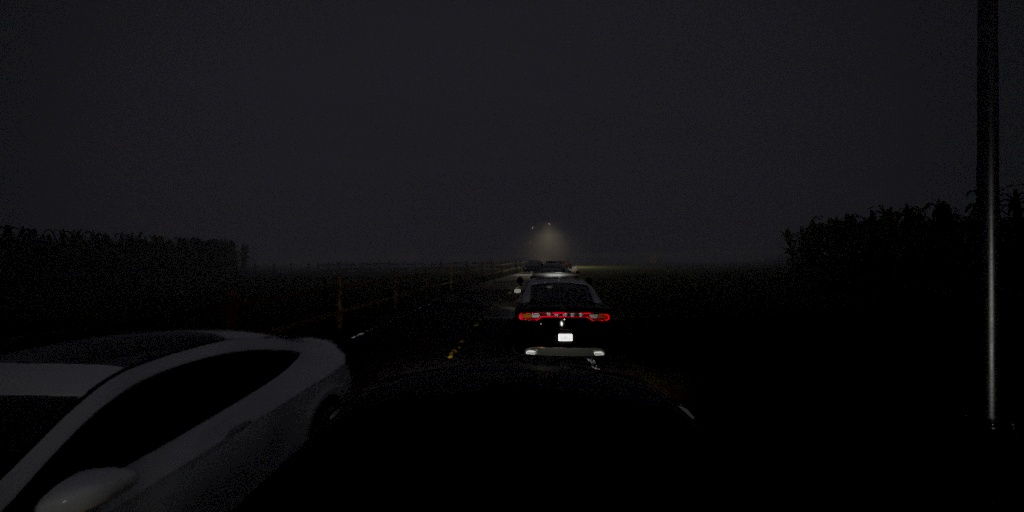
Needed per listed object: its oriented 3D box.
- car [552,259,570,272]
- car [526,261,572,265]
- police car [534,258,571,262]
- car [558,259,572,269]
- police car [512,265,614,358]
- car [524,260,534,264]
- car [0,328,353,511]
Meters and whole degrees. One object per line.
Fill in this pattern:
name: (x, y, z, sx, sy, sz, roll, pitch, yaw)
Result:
car: (6.227, 1.187, 45.316, 1.882, 1.535, 5.008, 0, 0, 12)
car: (1.967, 1.218, 18.342, 1.882, 1.535, 5.008, 0, 0, 7)
police car: (2.855, 1.159, 24.295, 1.930, 1.638, 5.238, 0, 0, 10)
car: (8.271, 1.259, 55.911, 1.994, 1.385, 4.181, 0, 0, 11)
police car: (1.057, 1.173, 8.647, 1.930, 1.638, 5.238, 0, 0, 3)
car: (2.535, 1.194, 41.032, 1.882, 1.535, 5.008, 0, 0, 12)
car: (-2.591, 1.276, 2.008, 1.812, 1.442, 4.674, 0, 0, 1)
